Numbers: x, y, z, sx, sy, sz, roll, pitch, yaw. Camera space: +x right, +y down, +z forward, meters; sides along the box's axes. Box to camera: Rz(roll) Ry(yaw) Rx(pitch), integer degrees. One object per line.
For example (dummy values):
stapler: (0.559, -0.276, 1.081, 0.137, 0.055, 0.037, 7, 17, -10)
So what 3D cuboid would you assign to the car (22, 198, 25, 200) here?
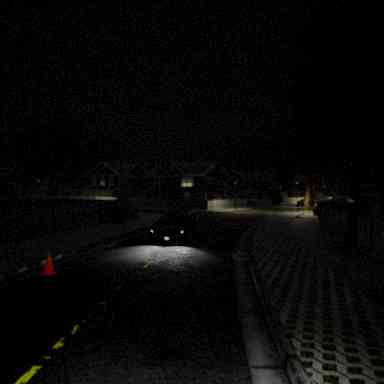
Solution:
car: (-22.725, 1.532, 46.466, 5.357, 1.411, 2.033, 1, 0, 27)

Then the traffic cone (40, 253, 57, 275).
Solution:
traffic cone: (-4.052, 2.009, 9.409, 0.340, 0.580, 0.340, 0, 0, 7)

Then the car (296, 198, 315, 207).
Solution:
car: (20.598, 1.873, 60.567, 1.882, 1.535, 5.008, -1, -1, 42)

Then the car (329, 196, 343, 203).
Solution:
car: (31.275, 1.738, 72.241, 2.097, 1.767, 4.553, -1, 0, 43)

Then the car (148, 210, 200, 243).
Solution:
car: (-0.727, 1.656, 17.111, 2.033, 1.411, 5.357, 0, 0, 8)
